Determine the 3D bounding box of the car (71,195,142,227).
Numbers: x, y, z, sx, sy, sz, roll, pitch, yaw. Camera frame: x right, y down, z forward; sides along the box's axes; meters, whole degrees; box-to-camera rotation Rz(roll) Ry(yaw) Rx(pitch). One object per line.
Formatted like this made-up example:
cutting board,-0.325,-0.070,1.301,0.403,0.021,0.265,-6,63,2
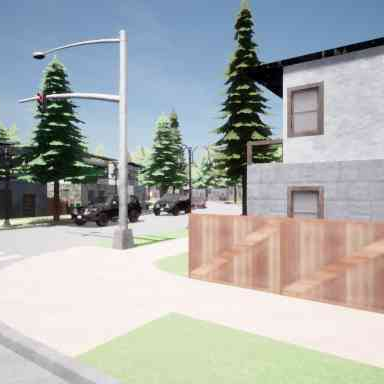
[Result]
car,-5.735,1.202,23.142,2.150,2.045,5.566,0,0,27

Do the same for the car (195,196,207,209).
car,0.792,1.332,44.829,2.097,1.767,4.553,0,0,6

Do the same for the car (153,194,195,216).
car,-1.852,1.201,32.520,2.150,2.045,5.566,0,0,18
